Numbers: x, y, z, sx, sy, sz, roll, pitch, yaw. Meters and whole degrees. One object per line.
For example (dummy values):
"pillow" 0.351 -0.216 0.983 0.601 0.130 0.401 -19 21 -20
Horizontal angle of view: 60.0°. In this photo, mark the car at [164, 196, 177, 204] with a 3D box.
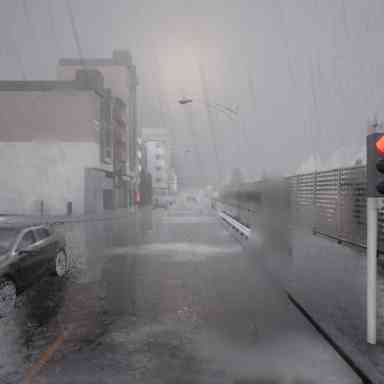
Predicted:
"car" -4.077 1.491 64.827 2.128 1.511 4.902 0 0 0

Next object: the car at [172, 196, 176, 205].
"car" -4.113 1.477 54.579 1.882 1.535 5.008 0 0 0

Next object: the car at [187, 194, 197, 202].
"car" -0.038 1.355 76.616 2.097 1.767 4.553 0 0 0

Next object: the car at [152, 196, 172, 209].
"car" -4.116 1.505 44.346 1.837 1.490 4.892 0 0 0

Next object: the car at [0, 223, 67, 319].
"car" -4.289 1.491 7.354 2.128 1.511 4.902 0 0 -3
